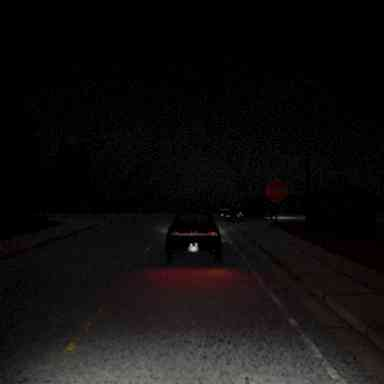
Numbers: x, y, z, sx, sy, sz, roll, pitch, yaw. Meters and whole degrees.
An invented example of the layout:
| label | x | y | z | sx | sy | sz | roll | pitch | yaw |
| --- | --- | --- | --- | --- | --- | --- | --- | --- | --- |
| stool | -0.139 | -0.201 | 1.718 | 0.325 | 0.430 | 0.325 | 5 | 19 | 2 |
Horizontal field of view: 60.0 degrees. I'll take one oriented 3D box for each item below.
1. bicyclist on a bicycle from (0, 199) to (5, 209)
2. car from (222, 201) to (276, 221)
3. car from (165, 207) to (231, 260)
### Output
| label | x | y | z | sx | sy | sz | roll | pitch | yaw |
| --- | --- | --- | --- | --- | --- | --- | --- | --- | --- |
| bicyclist on a bicycle | -21.188 | 1.372 | 36.843 | 0.582 | 1.620 | 1.656 | -17 | -21 | 2 |
| car | 4.551 | 1.500 | 27.054 | 4.892 | 1.490 | 1.837 | -1 | -3 | -26 |
| car | 0.059 | 1.499 | 12.440 | 2.128 | 1.511 | 4.902 | 0 | 0 | 0 |
